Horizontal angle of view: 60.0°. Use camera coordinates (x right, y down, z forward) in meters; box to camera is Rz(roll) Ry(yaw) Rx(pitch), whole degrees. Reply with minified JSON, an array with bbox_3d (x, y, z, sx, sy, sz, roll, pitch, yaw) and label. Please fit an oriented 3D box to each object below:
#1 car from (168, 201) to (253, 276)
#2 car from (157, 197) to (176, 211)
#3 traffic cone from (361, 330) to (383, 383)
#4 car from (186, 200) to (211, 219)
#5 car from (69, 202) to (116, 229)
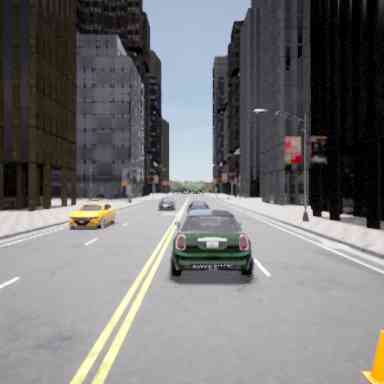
[{"bbox_3d":[0.513,1.314,10.356,2.097,1.767,4.553,0,0,0],"label":"car"},{"bbox_3d":[-2.868,1.343,38.461,2.128,1.511,4.902,0,0,0],"label":"car"},{"bbox_3d":[2.265,1.942,3.952,0.340,0.580,0.340,0,0,0],"label":"traffic cone"},{"bbox_3d":[0.559,1.458,28.691,1.994,1.385,4.181,0,0,0],"label":"car"},{"bbox_3d":[-6.159,1.394,21.080,1.882,1.535,5.008,0,0,0],"label":"car"}]
